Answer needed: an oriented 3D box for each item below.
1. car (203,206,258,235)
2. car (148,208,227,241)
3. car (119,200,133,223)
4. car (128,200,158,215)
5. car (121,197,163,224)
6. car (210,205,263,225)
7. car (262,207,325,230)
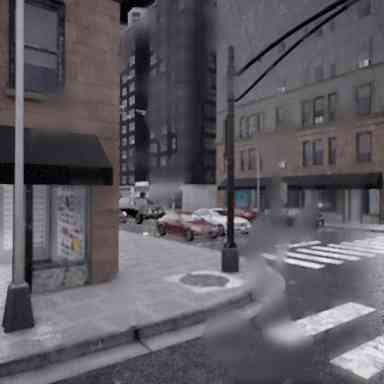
[{"bbox_3d":[1.380,1.660,19.342,1.812,1.442,4.674,0,-1,-34],"label":"car"},{"bbox_3d":[-0.336,1.698,17.314,1.802,1.307,4.206,0,0,-35],"label":"car"},{"bbox_3d":[-6.677,1.667,26.378,1.967,1.590,4.097,0,0,-35],"label":"car"},{"bbox_3d":[-6.043,1.815,40.344,1.967,1.590,4.097,0,0,-35],"label":"car"},{"bbox_3d":[-4.300,1.455,27.479,2.150,2.045,5.566,0,-1,-35],"label":"car"},{"bbox_3d":[3.466,1.790,26.752,1.802,1.307,4.206,0,0,-35],"label":"car"},{"bbox_3d":[6.635,1.703,22.222,2.008,1.369,4.403,0,0,-35],"label":"car"}]
